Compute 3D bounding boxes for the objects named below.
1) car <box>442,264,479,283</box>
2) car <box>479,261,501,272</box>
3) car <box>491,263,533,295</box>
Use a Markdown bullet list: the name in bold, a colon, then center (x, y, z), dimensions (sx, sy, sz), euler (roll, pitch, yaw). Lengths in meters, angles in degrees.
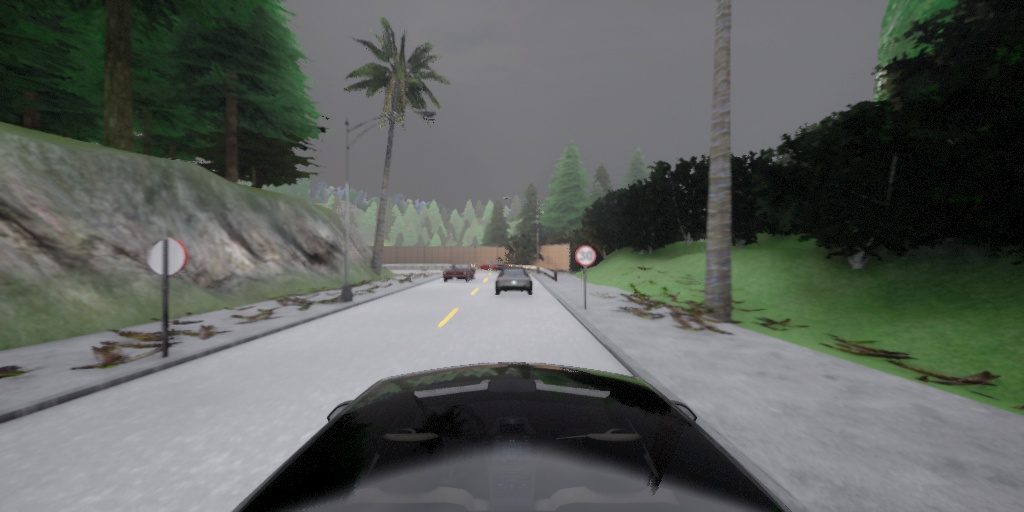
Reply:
- **car**: center (-3.960, 1.276, 27.352), dimensions (1.895, 1.301, 4.718), euler (0, 0, 2)
- **car**: center (-2.505, 1.232, 42.939), dimensions (1.895, 1.301, 4.718), euler (0, 0, -35)
- **car**: center (0.097, 1.262, 19.593), dimensions (1.994, 1.385, 4.181), euler (0, 0, 0)
